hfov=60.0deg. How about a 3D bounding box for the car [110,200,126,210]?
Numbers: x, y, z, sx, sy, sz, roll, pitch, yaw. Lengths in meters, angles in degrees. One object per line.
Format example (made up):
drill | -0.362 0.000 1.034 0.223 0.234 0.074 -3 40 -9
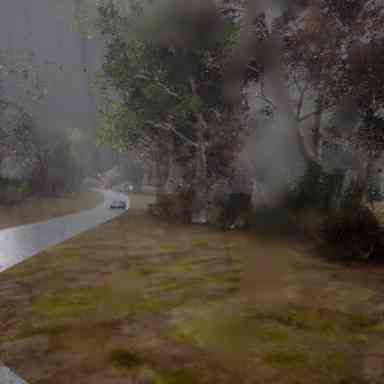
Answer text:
car | -10.778 1.782 48.594 1.994 1.385 4.181 -2 1 -7
